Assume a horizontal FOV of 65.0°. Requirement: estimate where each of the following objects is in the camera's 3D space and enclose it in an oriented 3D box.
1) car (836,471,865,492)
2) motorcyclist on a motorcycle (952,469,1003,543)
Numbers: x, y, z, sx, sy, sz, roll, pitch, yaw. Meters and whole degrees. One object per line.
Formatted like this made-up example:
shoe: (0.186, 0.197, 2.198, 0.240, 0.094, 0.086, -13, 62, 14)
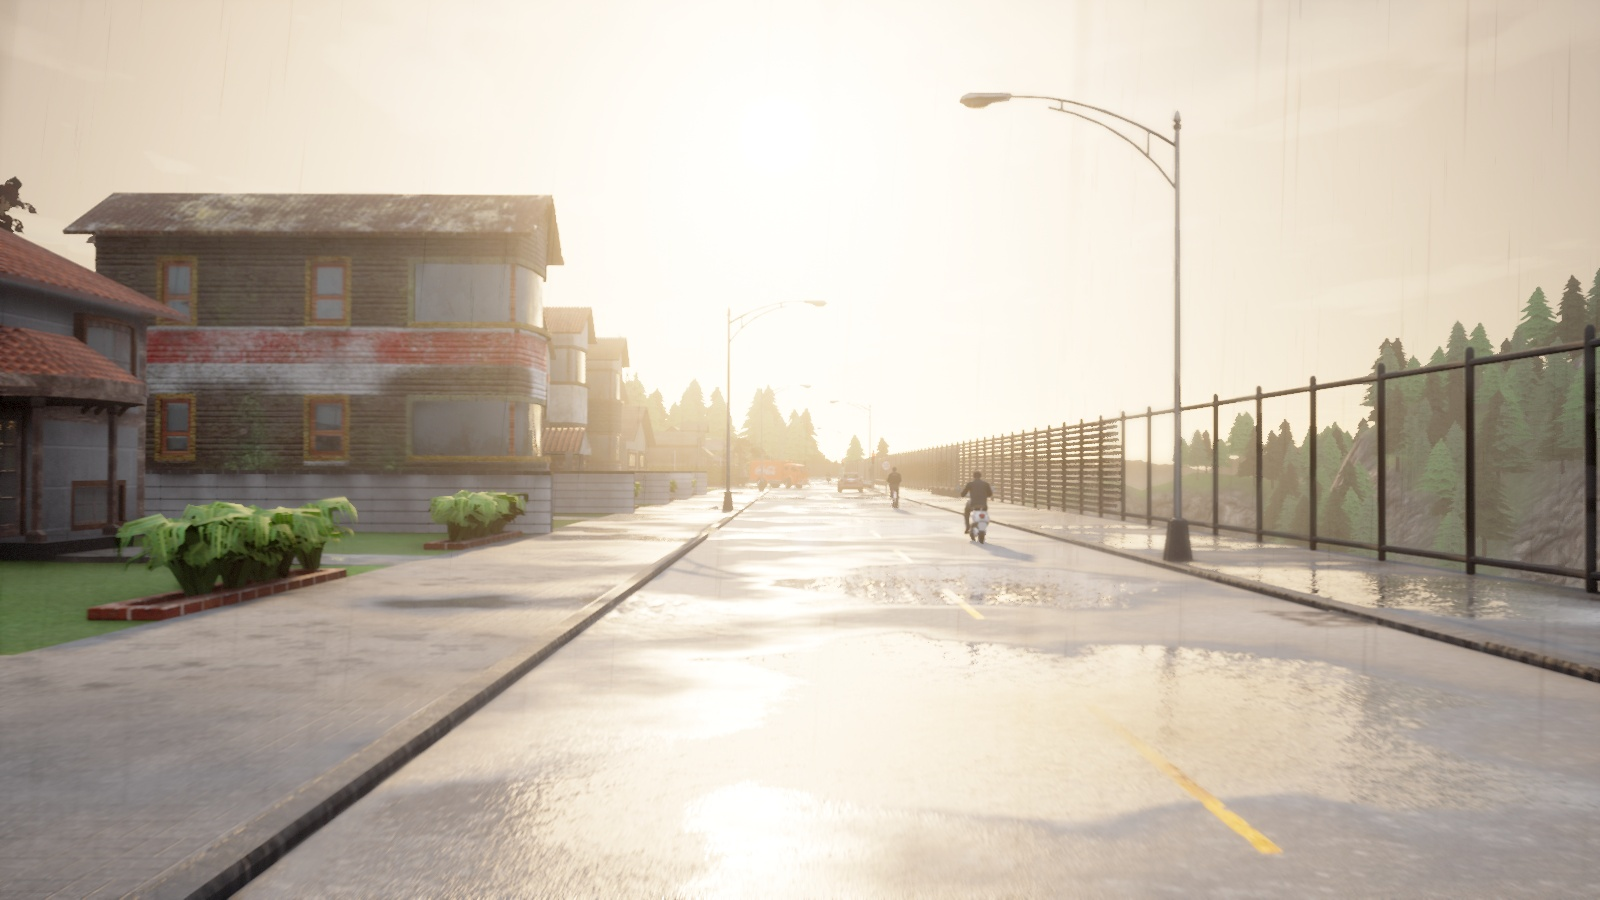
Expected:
car: (3.770, 2.340, 94.076, 1.970, 1.475, 3.806, 0, -1, 0)
motorcyclist on a motorcycle: (3.932, 1.221, 27.979, 0.866, 1.590, 1.817, 0, -1, 0)
